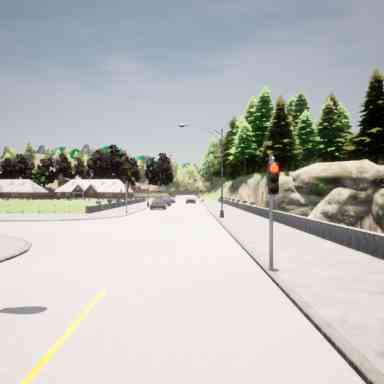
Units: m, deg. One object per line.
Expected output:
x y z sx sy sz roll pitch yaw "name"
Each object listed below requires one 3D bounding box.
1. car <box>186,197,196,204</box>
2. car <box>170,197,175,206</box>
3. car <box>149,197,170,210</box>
-0.207 1.599 63.384 1.895 1.301 4.718 0 0 0 "car"
-4.270 1.546 53.154 2.033 1.411 5.357 0 0 -1 "car"
-4.240 1.524 42.674 1.812 1.442 4.674 0 0 -1 "car"
